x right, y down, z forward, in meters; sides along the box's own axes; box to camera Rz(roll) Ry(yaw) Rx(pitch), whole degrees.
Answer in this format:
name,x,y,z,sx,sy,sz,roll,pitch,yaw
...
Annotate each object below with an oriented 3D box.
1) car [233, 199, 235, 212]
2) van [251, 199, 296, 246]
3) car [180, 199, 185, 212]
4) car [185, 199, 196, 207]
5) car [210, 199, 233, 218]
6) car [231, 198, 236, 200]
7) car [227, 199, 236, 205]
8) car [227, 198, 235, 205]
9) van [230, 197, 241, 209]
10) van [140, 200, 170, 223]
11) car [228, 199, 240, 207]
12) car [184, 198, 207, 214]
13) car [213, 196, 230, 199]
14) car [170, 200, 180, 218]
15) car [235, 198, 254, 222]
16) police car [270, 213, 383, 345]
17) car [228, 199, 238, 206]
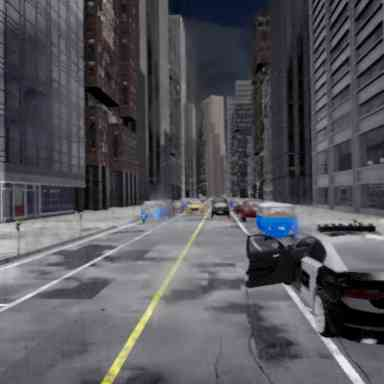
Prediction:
name,x,y,z,sx,sy,sz,roll,pitch,yaw
car,6.051,1.875,39.577,1.887,1.381,4.507,-1,-1,5
van,4.277,1.459,17.213,1.690,1.788,3.998,-1,-1,5
car,-2.005,2.075,45.830,2.008,1.369,4.403,-1,-1,5
car,-0.235,2.181,68.199,1.967,1.590,4.097,-1,-1,5
car,2.932,1.800,34.284,1.882,1.535,5.008,-1,-1,5
car,6.492,1.824,45.169,1.967,1.590,4.097,-1,-1,5
car,8.720,2.181,73.295,1.752,1.417,4.829,-1,-1,5
car,9.163,2.236,78.886,1.752,1.417,4.829,-1,-1,5
van,7.376,1.833,56.353,1.690,1.788,3.998,-1,-1,5
van,-3.336,1.705,29.057,1.690,1.788,3.998,-1,-1,5
car,7.822,2.091,61.942,1.887,1.381,4.507,-1,-1,5
car,0.512,1.931,42.891,1.882,1.535,5.008,-1,-1,5
car,3.648,1.641,44.304,2.150,2.045,5.566,-1,-1,5
car,-2.894,1.732,34.649,2.192,1.841,5.009,-1,-1,5
car,5.162,1.539,28.396,2.192,1.841,5.009,-1,-1,5
police car,3.050,1.450,6.730,1.930,1.638,5.238,-1,-1,5
car,8.265,2.166,67.534,1.947,1.339,4.313,-1,-1,5
